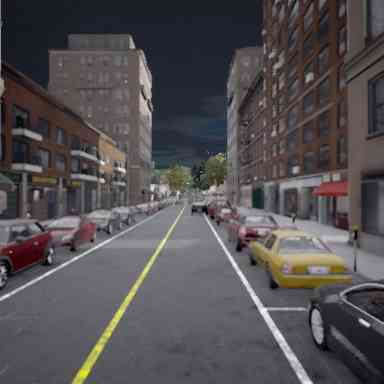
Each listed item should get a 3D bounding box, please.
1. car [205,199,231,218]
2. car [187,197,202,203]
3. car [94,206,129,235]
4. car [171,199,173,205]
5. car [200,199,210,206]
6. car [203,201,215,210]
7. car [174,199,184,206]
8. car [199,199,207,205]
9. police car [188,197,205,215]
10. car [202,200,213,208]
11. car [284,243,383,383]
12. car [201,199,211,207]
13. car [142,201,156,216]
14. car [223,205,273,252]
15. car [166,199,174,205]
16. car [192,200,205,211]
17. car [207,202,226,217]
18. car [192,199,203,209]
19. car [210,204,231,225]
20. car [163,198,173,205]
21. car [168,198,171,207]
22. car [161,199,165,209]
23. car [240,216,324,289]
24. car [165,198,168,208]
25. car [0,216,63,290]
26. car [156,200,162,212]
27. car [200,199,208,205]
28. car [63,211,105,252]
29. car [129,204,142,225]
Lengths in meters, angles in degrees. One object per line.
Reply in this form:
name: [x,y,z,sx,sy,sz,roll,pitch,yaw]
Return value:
car: [2.650,1.604,31.133,2.192,1.841,5.009,0,-1,0]
car: [0.663,2.172,89.674,1.882,1.535,5.008,0,-1,27]
car: [-5.380,1.738,20.090,2.008,1.369,4.403,0,-1,0]
car: [-5.363,2.040,64.240,1.967,1.590,4.097,0,-1,0]
car: [2.664,2.200,69.757,1.887,1.381,4.507,0,-1,0]
car: [2.658,2.076,53.203,1.802,1.307,4.206,0,-1,0]
car: [-2.723,2.205,71.012,2.033,1.411,5.357,0,-1,0]
car: [2.668,2.332,80.793,1.947,1.339,4.313,0,-1,0]
police car: [0.839,1.783,38.609,1.930,1.638,5.238,0,-1,0]
car: [2.660,2.128,58.720,1.802,1.307,4.206,0,-1,0]
car: [2.639,1.585,3.540,2.008,1.369,4.403,0,-1,0]
car: [2.662,2.127,64.409,1.752,1.417,4.829,0,-1,0]
car: [-5.374,1.922,36.646,1.802,1.307,4.206,0,-1,0]
car: [2.643,1.576,14.577,1.967,1.590,4.097,0,-1,0]
car: [-5.357,2.348,80.794,1.802,1.307,4.206,0,-1,0]
car: [0.843,1.976,48.498,1.812,1.442,4.674,0,-1,0]
car: [2.647,1.867,36.817,1.752,1.417,4.829,0,-1,0]
car: [0.846,1.963,54.689,1.801,1.575,5.366,0,-1,0]
car: [2.647,1.820,25.612,1.802,1.307,4.206,0,-1,0]
car: [-5.359,2.151,75.277,1.967,1.590,4.097,0,-1,0]
car: [-5.365,2.097,58.720,2.008,1.369,4.403,0,-1,0]
car: [-5.369,1.987,47.684,1.887,1.381,4.507,0,-1,0]
car: [2.641,1.612,9.228,1.752,1.417,4.829,0,-1,0]
car: [-5.367,2.060,53.202,1.947,1.339,4.313,0,-1,0]
car: [-5.384,1.525,9.054,1.967,1.590,4.097,0,-1,0]
car: [-5.371,1.942,42.165,2.008,1.369,4.403,0,-1,0]
car: [2.666,2.292,75.274,1.802,1.307,4.206,0,-1,0]
car: [-5.382,1.718,14.571,1.802,1.307,4.206,0,-1,0]
car: [-5.378,1.789,25.609,2.008,1.369,4.403,0,-1,0]
